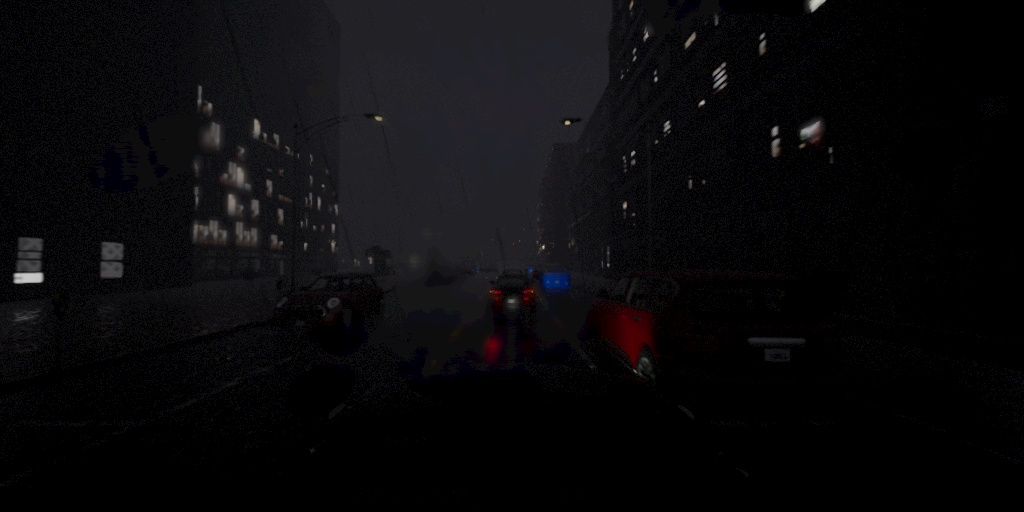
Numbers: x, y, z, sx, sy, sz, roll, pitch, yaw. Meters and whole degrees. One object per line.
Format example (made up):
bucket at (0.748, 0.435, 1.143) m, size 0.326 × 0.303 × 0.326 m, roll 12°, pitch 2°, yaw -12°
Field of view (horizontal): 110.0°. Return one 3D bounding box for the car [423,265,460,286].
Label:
car at (-5.661, 1.543, 28.577) m, size 1.967 × 1.591 × 4.097 m, roll 0°, pitch 0°, yaw 0°

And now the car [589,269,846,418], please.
car at (2.692, 1.122, 6.024) m, size 2.192 × 1.841 × 5.009 m, roll 0°, pitch 0°, yaw 0°

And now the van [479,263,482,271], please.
van at (-5.654, 1.725, 51.159) m, size 1.690 × 1.789 × 3.998 m, roll 0°, pitch 0°, yaw 0°

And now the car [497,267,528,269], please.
car at (0.041, 1.703, 28.519) m, size 1.895 × 1.301 × 4.718 m, roll 0°, pitch -1°, yaw 1°

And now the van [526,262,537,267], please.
van at (2.694, 1.657, 45.546) m, size 1.690 × 1.789 × 3.998 m, roll 0°, pitch 0°, yaw 0°

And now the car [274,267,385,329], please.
car at (-5.692, 1.323, 11.640) m, size 1.967 × 1.591 × 4.097 m, roll 0°, pitch 0°, yaw 0°

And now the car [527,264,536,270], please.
car at (2.693, 1.720, 34.255) m, size 1.888 × 1.381 × 4.507 m, roll 0°, pitch 0°, yaw 0°

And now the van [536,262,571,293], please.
van at (2.693, 1.372, 22.962) m, size 1.690 × 1.789 × 3.998 m, roll 0°, pitch 0°, yaw 0°

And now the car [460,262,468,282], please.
car at (-5.655, 1.615, 34.223) m, size 1.967 × 1.591 × 4.097 m, roll 0°, pitch 0°, yaw 0°

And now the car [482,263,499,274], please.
car at (-3.072, 1.915, 55.549) m, size 1.882 × 1.535 × 5.008 m, roll 0°, pitch -1°, yaw 0°

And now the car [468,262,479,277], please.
car at (-5.654, 1.861, 45.513) m, size 1.888 × 1.381 × 4.507 m, roll 0°, pitch 0°, yaw 0°

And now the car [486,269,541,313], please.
car at (0.051, 1.450, 14.816) m, size 1.812 × 1.442 × 4.674 m, roll 0°, pitch -1°, yaw 0°
